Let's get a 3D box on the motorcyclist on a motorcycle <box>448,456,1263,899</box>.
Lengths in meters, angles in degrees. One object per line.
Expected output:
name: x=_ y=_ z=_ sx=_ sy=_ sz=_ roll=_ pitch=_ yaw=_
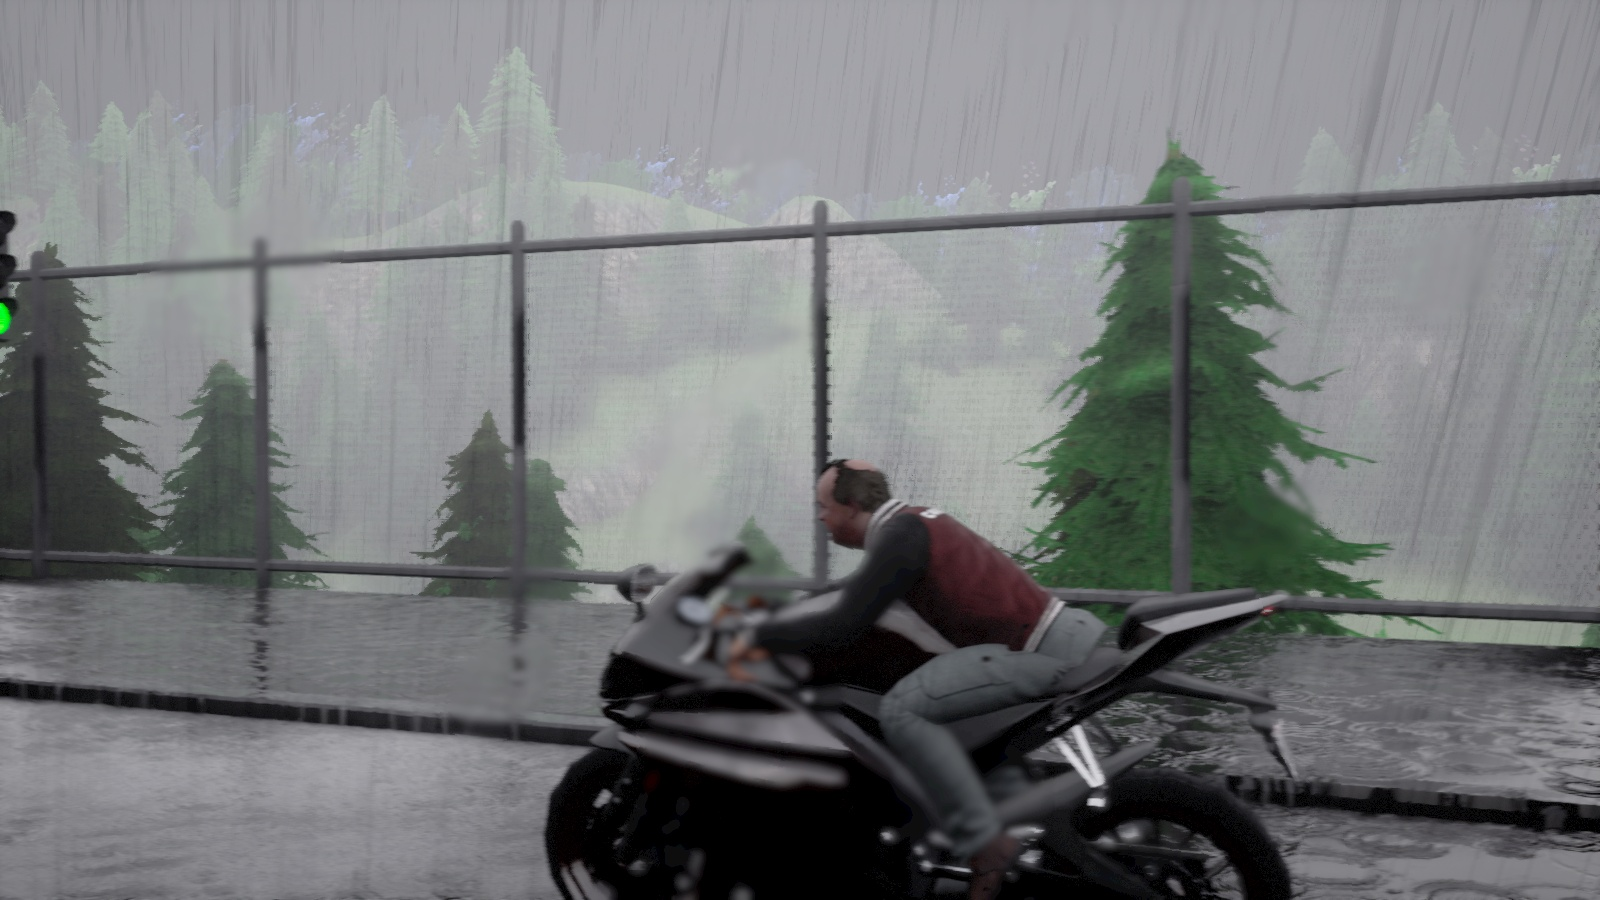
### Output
motorcyclist on a motorcycle: x=0.166 y=0.803 z=3.665 sx=2.191 sy=1.530 sz=0.866 roll=1 pitch=1 yaw=19
